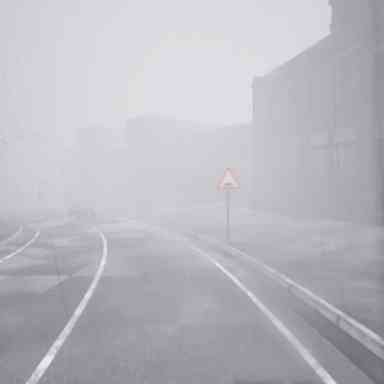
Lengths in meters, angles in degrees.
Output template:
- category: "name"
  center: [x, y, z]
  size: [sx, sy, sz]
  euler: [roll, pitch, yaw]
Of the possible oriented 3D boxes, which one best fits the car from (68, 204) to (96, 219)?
- category: "car"
  center: [-11.412, 1.983, 34.429]
  size: [1.812, 1.442, 4.674]
  euler: [-3, 0, -35]
